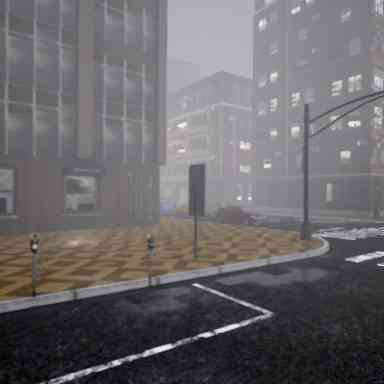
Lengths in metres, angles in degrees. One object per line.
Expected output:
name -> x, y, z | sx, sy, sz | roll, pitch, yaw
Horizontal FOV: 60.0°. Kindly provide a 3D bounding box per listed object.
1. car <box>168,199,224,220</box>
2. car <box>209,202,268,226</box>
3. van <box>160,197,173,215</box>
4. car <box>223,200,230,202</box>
car -> 0.210, 1.533, 27.918 | 1.752, 1.417, 4.829 | 1, 0, -36
car -> 3.409, 1.600, 23.453 | 1.802, 1.307, 4.206 | 1, 0, -36
van -> -3.188, 1.339, 32.661 | 1.690, 1.788, 3.998 | 1, 0, -36
car -> 3.522, 1.600, 37.680 | 1.752, 1.417, 4.829 | 1, 0, -36
